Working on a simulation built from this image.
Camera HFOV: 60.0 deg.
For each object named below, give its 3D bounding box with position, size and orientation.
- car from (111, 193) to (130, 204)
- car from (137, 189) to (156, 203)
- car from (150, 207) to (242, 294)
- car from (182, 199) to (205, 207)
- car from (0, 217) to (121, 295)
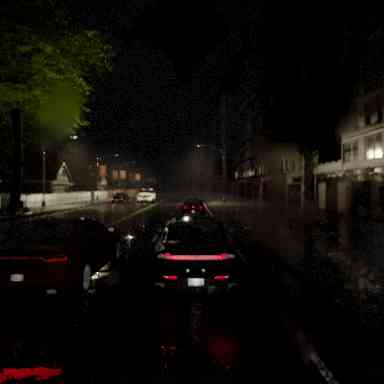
[{"bbox_3d":[-9.801,0.856,46.005,1.837,1.490,4.892,0,0,1],"label":"car"},{"bbox_3d":[-6.526,0.536,48.166,2.150,2.045,5.566,0,1,0],"label":"car"},{"bbox_3d":[0.091,1.375,8.426,2.128,1.511,4.902,0,1,0],"label":"car"},{"bbox_3d":[0.088,1.208,28.374,1.895,1.301,4.718,0,1,0],"label":"car"},{"bbox_3d":[-3.154,1.360,8.467,1.882,1.535,5.008,0,1,0],"label":"car"}]
